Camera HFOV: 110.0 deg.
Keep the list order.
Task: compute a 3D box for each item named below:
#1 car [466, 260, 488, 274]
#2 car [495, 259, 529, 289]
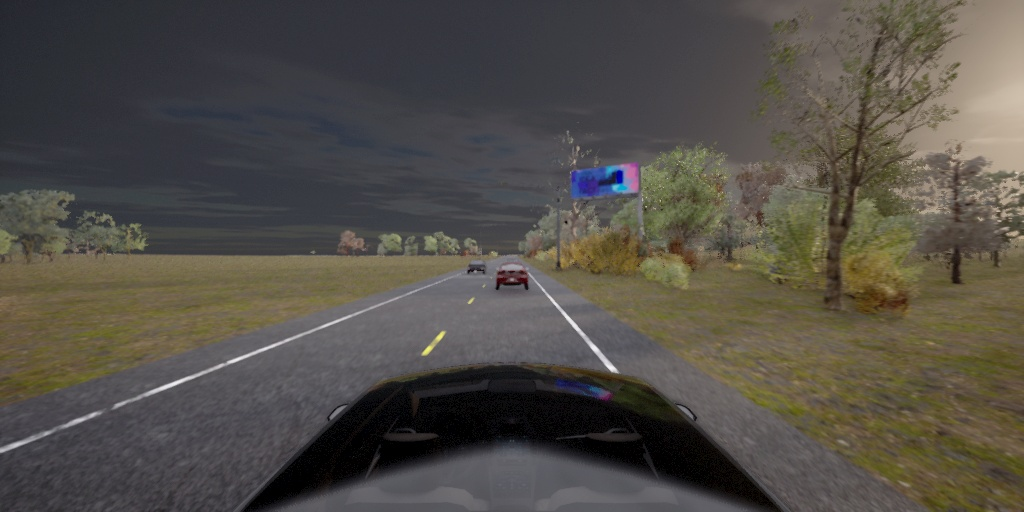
[{"bbox_3d":[-3.507,1.107,37.099,2.033,1.411,5.357,0,0,0],"label":"car"},{"bbox_3d":[0.026,1.114,22.031,1.882,1.535,5.008,0,1,1],"label":"car"}]
